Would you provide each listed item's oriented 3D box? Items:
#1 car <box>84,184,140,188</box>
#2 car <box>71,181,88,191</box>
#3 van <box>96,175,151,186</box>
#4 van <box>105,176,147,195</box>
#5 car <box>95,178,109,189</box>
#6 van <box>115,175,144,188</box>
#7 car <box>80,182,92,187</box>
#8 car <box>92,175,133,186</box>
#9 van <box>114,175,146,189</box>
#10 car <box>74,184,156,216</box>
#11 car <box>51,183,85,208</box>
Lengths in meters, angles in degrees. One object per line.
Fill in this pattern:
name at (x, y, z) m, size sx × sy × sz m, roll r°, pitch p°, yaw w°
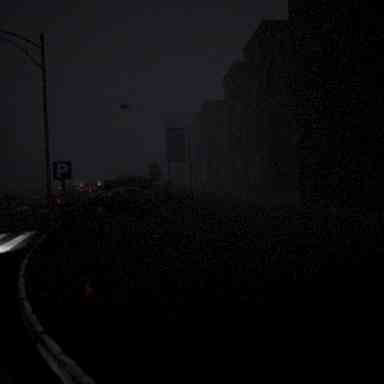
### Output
car at (-5.227, 0.432, 24.669) m, size 4.674 × 1.452 × 2.002 m, roll -4°, pitch 5°, yaw -29°
car at (-18.594, -1.070, 55.193) m, size 1.895 × 1.301 × 4.718 m, roll -3°, pitch 4°, yaw -9°
van at (-6.121, -0.218, 30.709) m, size 4.442 × 1.987 × 1.878 m, roll -4°, pitch 4°, yaw -29°
van at (-7.800, -0.772, 39.588) m, size 4.442 × 1.987 × 1.878 m, roll -4°, pitch 5°, yaw -29°
car at (-15.761, -1.540, 58.465) m, size 1.882 × 1.535 × 5.008 m, roll -3°, pitch 4°, yaw -9°
van at (-10.757, -1.907, 57.586) m, size 4.442 × 1.987 × 1.878 m, roll -4°, pitch 5°, yaw -29°
car at (-13.626, -0.605, 45.586) m, size 1.895 × 1.301 × 4.718 m, roll -3°, pitch 4°, yaw -9°
car at (-6.737, -0.424, 33.629) m, size 5.566 × 2.045 × 2.435 m, roll -4°, pitch 5°, yaw -29°
van at (-9.573, -1.542, 51.708) m, size 4.442 × 1.987 × 1.878 m, roll -4°, pitch 4°, yaw -29°
car at (-4.746, 0.583, 21.668) m, size 4.892 × 1.521 × 2.231 m, roll -4°, pitch 4°, yaw -29°
car at (-10.764, 0.359, 28.320) m, size 1.882 × 1.535 × 5.008 m, roll -3°, pitch 4°, yaw -10°
